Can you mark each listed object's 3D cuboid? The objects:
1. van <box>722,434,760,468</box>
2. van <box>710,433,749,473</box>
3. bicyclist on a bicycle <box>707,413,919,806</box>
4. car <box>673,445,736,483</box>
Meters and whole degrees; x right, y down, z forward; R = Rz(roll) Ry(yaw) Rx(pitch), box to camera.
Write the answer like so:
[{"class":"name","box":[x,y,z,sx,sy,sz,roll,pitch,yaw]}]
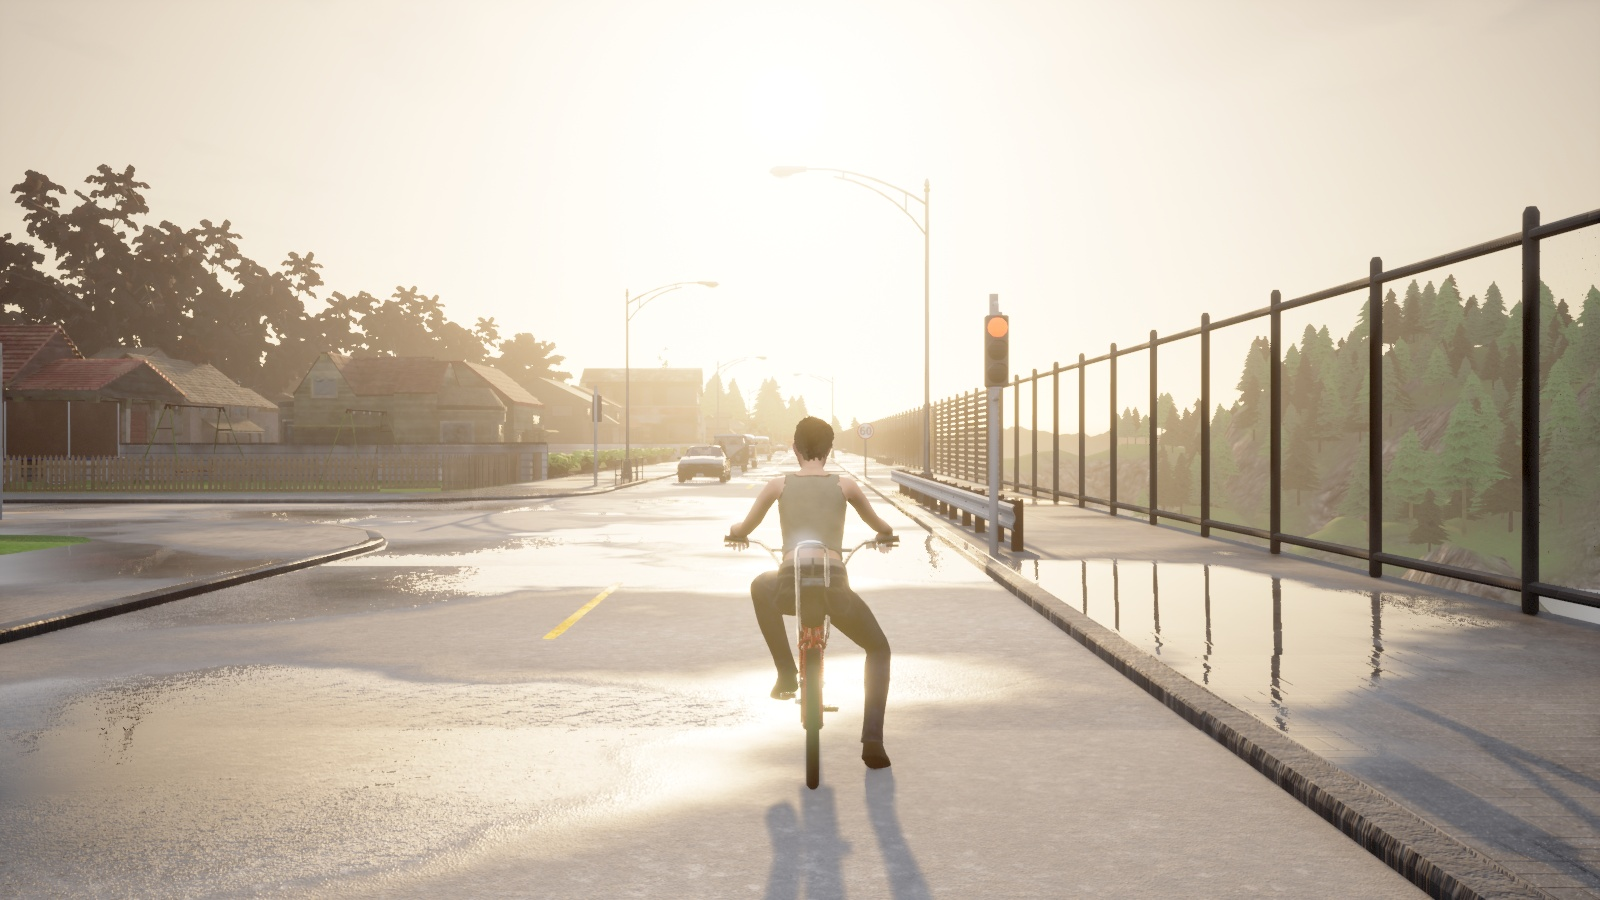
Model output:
[{"class":"van","box":[-3.530,0.037,76.250,2.069,2.038,4.480,0,0,0]},{"class":"van","box":[-3.597,0.130,64.813,1.775,1.987,4.442,0,0,0]},{"class":"bicyclist on a bicycle","box":[0.056,0.650,5.898,0.866,1.612,1.509,0,0,0]},{"class":"car","box":[-3.690,0.513,49.200,2.033,1.411,5.357,0,0,0]}]
